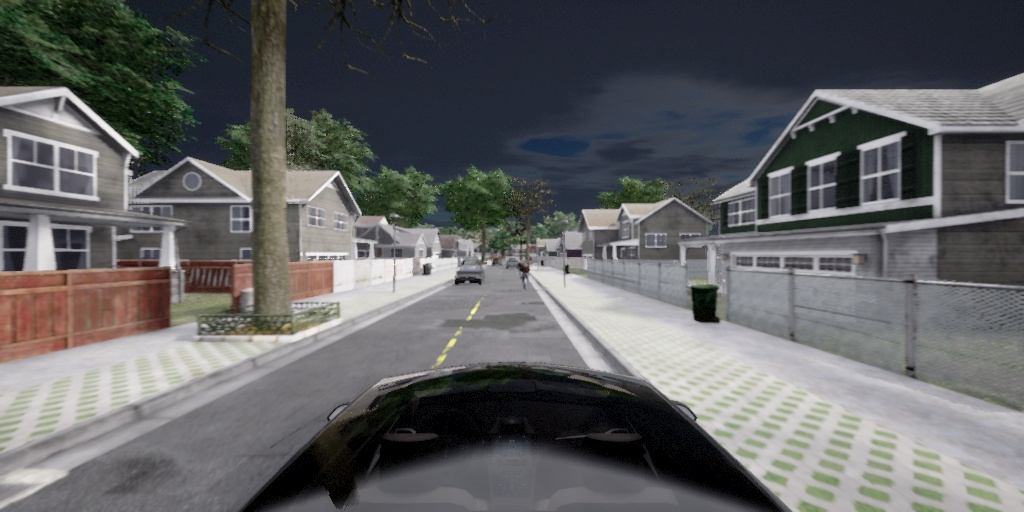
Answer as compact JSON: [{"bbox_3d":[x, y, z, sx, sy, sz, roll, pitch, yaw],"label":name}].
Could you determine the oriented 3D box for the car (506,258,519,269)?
[{"bbox_3d":[0.064,1.178,55.474,2.128,1.511,4.902,0,0,0],"label":"car"}]

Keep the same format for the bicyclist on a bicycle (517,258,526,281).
[{"bbox_3d":[0.753,1.086,29.288,0.659,1.776,1.843,0,0,0],"label":"bicyclist on a bicycle"}]

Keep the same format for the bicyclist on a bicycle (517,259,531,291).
[{"bbox_3d":[0.755,1.098,20.288,0.659,1.776,1.843,0,0,0],"label":"bicyclist on a bicycle"}]

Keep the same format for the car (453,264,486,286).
[{"bbox_3d":[-2.852,1.268,25.397,2.033,1.411,5.357,0,0,0],"label":"car"}]
